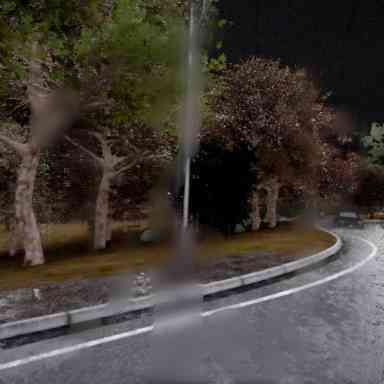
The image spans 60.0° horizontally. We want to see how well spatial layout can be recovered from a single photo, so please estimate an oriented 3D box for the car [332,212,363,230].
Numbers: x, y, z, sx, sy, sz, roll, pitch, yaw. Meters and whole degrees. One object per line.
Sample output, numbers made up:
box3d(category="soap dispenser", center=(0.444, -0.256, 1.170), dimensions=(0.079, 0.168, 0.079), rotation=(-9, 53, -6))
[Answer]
box3d(category="car", center=(13.632, 2.449, 29.445), dimensions=(2.033, 1.411, 5.357), rotation=(1, -1, 17))
